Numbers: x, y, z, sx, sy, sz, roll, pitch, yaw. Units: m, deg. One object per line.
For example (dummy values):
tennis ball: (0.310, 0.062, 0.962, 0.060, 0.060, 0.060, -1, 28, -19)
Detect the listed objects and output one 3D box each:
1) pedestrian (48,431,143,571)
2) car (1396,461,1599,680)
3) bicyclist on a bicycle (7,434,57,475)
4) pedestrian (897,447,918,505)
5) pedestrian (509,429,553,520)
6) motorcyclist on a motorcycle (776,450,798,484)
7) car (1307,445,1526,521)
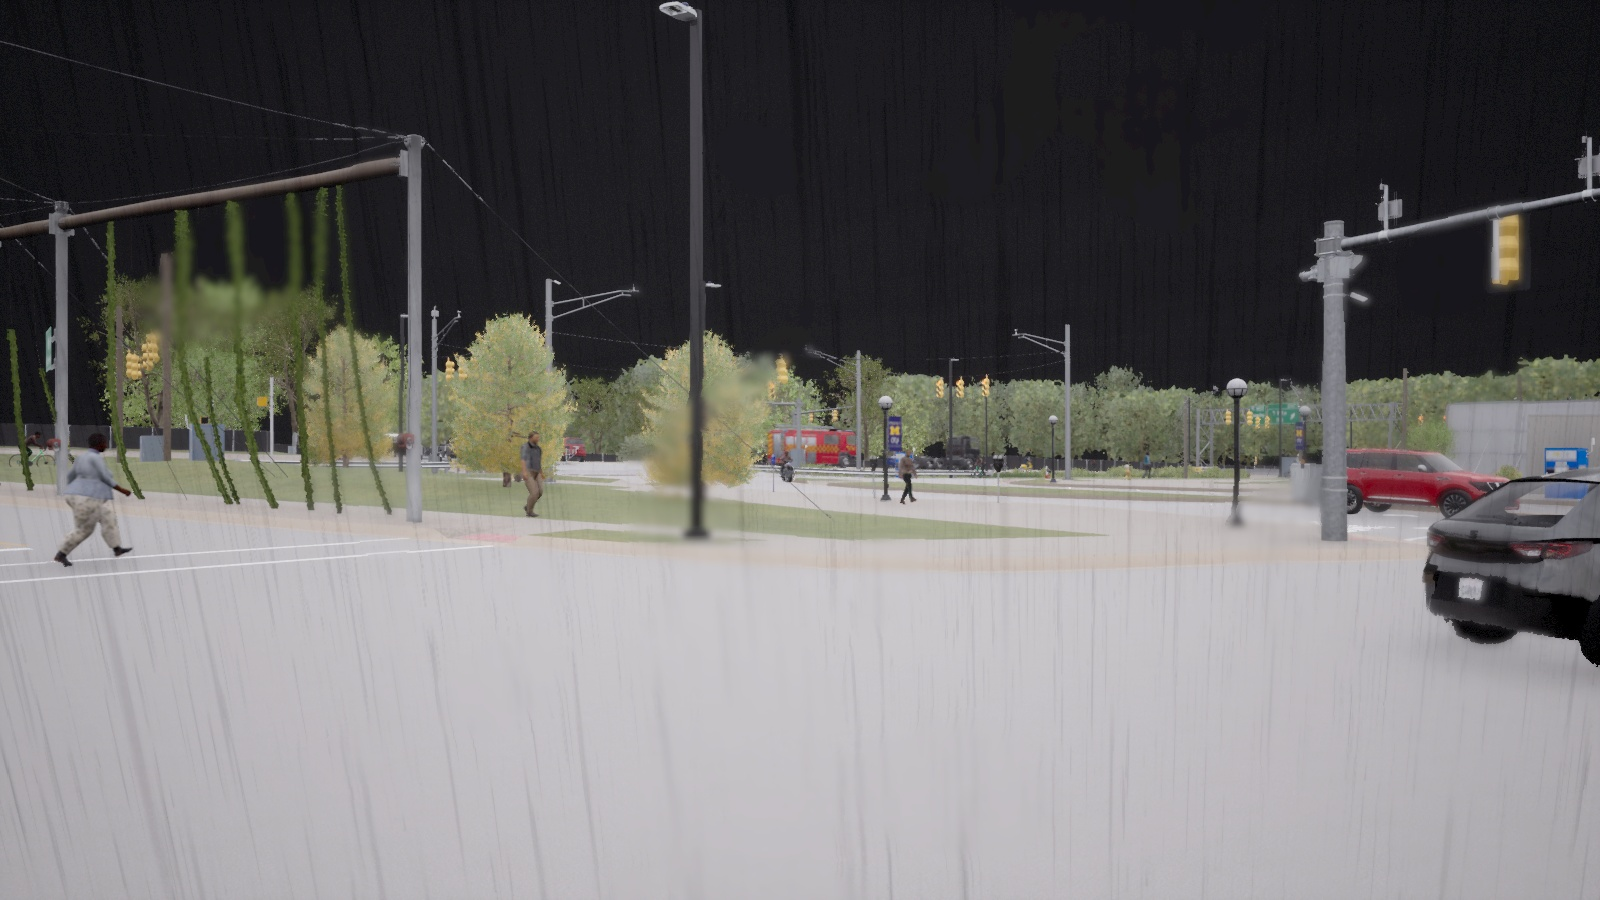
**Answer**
pedestrian: (-9.674, 0.673, 17.241, 0.874, 1.855, 0.900, 0, 0, 43)
car: (7.125, 0.819, 9.727, 4.193, 1.474, 1.816, -1, -1, -7)
bicyclist on a bicycle: (-31.453, 0.190, 51.429, 1.656, 1.620, 0.582, 2, -1, -34)
pedestrian: (3.476, 0.837, 40.707, 0.331, 1.846, 0.634, 0, 0, -34)
pedestrian: (-5.543, 0.491, 25.851, 0.694, 1.848, 0.540, 0, 0, 29)
motorcyclist on a motorcycle: (-0.702, 0.885, 65.358, 0.766, 1.649, 2.350, 1, 2, -9)
car: (18.649, 0.938, 38.240, 2.150, 2.045, 5.566, 0, 1, -38)
